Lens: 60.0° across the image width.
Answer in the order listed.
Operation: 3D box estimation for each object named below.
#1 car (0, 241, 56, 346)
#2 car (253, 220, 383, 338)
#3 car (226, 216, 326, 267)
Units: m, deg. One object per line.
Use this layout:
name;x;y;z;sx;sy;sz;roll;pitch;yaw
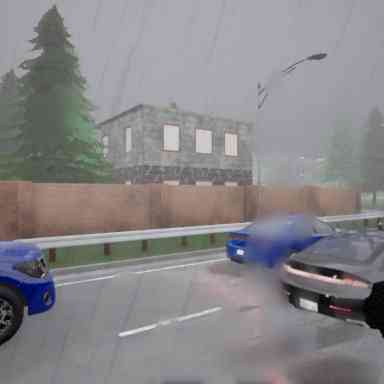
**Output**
car;-4.905;1.220;4.541;5.566;2.045;2.150;0;0;-35
car;3.740;1.491;6.434;4.902;1.511;2.128;0;0;-35
car;3.324;1.478;10.436;5.008;1.535;1.882;0;0;-36
